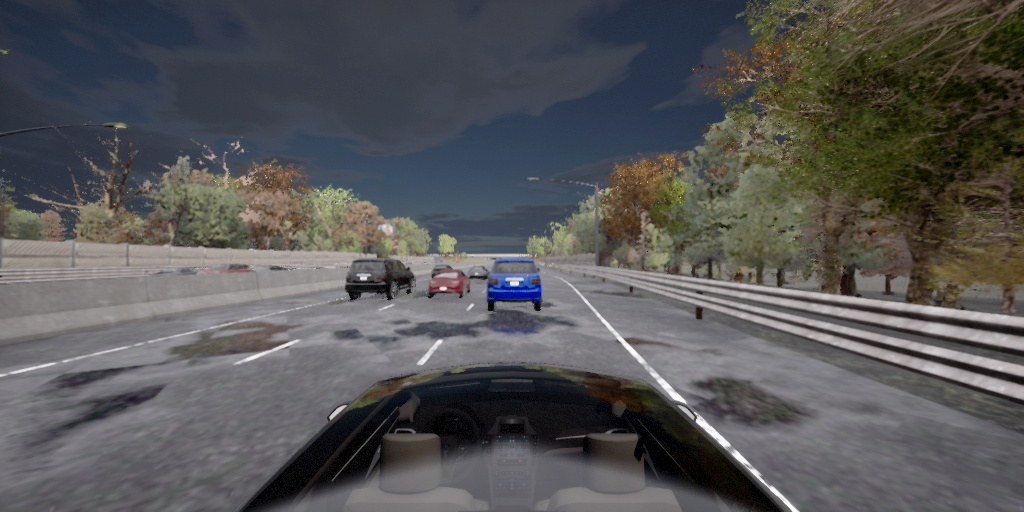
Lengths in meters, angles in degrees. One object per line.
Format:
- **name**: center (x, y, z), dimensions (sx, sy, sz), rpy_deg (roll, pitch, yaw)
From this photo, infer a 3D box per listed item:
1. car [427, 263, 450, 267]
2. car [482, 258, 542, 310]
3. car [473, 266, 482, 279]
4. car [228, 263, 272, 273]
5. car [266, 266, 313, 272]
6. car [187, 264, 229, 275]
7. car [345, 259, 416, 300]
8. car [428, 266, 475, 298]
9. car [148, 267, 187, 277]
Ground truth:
- **car**: center (-6.904, 1.658, 36.273), dimensions (1.837, 1.490, 4.892), rpy_deg (0, -1, 0)
- **car**: center (0.095, 1.133, 15.829), dimensions (2.150, 2.045, 5.566), rpy_deg (0, -1, 0)
- **car**: center (-3.404, 1.722, 36.634), dimensions (1.994, 1.385, 4.181), rpy_deg (0, -1, 0)
- **car**: center (-21.101, 1.561, 30.600), dimensions (1.882, 1.535, 5.008), rpy_deg (0, -1, 0)
- **car**: center (-17.602, 1.674, 29.710), dimensions (1.895, 1.301, 4.718), rpy_deg (0, -1, 0)
- **car**: center (-24.599, 1.438, 30.766), dimensions (2.097, 1.767, 4.553), rpy_deg (0, -1, 0)
- **car**: center (-6.901, 1.172, 19.353), dimensions (2.150, 2.045, 5.566), rpy_deg (0, -1, 0)
- **car**: center (-3.403, 1.485, 20.067), dimensions (1.812, 1.442, 4.674), rpy_deg (0, -1, 0)
- **car**: center (-27.808, 1.639, 29.876), dimensions (1.994, 1.385, 4.181), rpy_deg (0, -1, -2)
